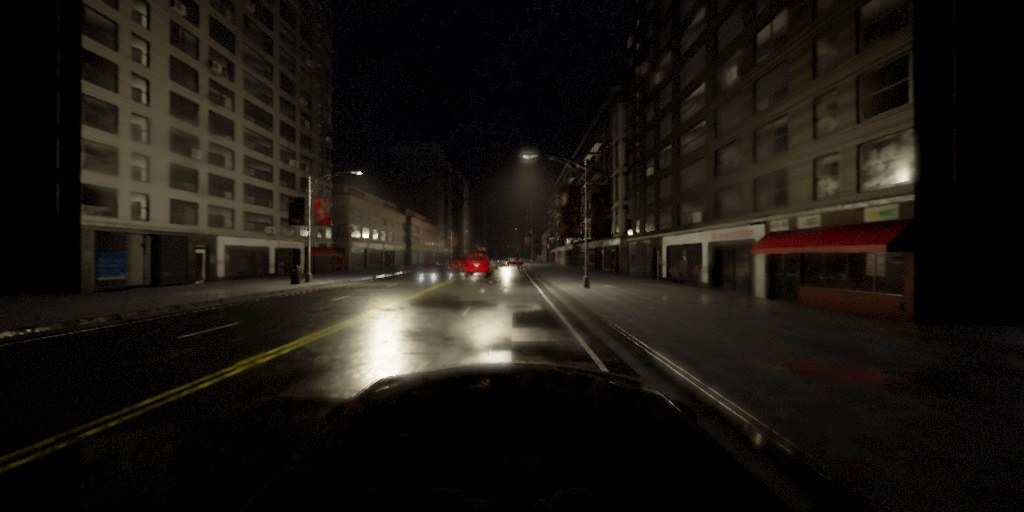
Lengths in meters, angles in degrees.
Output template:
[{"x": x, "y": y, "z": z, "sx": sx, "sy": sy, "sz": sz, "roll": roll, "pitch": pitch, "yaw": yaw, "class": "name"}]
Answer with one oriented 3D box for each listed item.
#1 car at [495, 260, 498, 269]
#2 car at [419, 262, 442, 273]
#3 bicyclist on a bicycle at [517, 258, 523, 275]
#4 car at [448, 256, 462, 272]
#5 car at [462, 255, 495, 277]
[{"x": -3.147, "y": 1.244, "z": 55.683, "sx": 1.812, "sy": 1.442, "sz": 4.674, "roll": 0, "pitch": 0, "yaw": 0, "class": "car"}, {"x": -9.833, "y": 1.328, "z": 43.599, "sx": 1.895, "sy": 1.301, "sz": 4.718, "roll": 0, "pitch": 0, "yaw": 0, "class": "car"}, {"x": 0.895, "y": 1.102, "z": 38.161, "sx": 0.659, "sy": 1.776, "sz": 1.843, "roll": 0, "pitch": 0, "yaw": 0, "class": "bicyclist on a bicycle"}, {"x": -6.575, "y": 0.951, "z": 45.072, "sx": 2.150, "sy": 2.045, "sz": 5.566, "roll": 0, "pitch": 0, "yaw": 0, "class": "car"}, {"x": -3.151, "y": 0.954, "z": 34.835, "sx": 2.150, "sy": 2.045, "sz": 5.566, "roll": 0, "pitch": 0, "yaw": 0, "class": "car"}]
